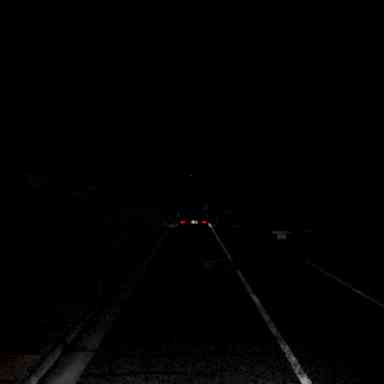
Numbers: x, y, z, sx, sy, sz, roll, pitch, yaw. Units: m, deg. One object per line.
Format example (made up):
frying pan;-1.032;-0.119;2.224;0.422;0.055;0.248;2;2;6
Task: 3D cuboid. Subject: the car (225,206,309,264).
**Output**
car;2.655;1.432;12.241;2.192;1.841;5.009;2;-1;0

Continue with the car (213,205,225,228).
car;2.632;1.812;23.345;1.802;1.307;4.206;2;-1;0

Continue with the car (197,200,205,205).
car;2.539;2.836;94.048;1.947;1.339;4.313;1;-1;0

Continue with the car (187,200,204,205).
car;0.051;1.968;39.906;2.033;1.411;5.357;0;-1;0

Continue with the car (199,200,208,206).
car;2.560;2.532;77.739;1.947;1.339;4.313;1;-1;0

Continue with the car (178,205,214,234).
car;0.072;1.751;20.893;2.033;1.411;5.357;0;-1;0

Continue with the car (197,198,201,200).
car;2.568;2.440;72.303;1.947;1.339;4.313;1;-1;0

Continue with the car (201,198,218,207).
car;2.607;1.931;45.560;1.967;1.590;4.097;2;-1;0
